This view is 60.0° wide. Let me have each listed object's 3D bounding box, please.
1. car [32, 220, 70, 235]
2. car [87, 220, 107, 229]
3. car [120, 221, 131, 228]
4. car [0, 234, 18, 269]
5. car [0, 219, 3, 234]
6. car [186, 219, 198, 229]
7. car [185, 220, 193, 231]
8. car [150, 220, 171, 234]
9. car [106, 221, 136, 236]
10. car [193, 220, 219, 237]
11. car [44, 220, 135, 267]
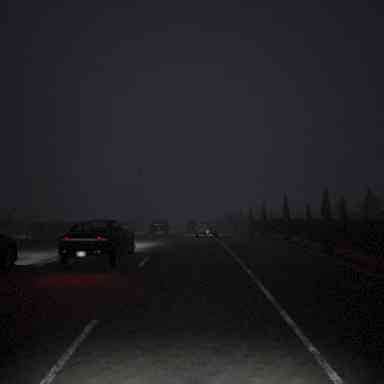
[{"bbox_3d":[-14.080,3.546,33.528,1.812,1.442,4.674,0,-5,0],"label":"car"},{"bbox_3d":[-17.487,6.032,61.514,2.128,1.511,4.902,0,-5,0],"label":"car"},{"bbox_3d":[-14.775,7.204,74.440,2.033,1.411,5.357,1,-5,-8],"label":"car"},{"bbox_3d":[-6.897,1.521,9.325,2.097,1.767,4.553,0,-2,0],"label":"car"},{"bbox_3d":[-21.079,3.443,32.768,2.128,1.511,4.902,0,-5,0],"label":"car"},{"bbox_3d":[0.023,5.918,61.846,2.097,1.767,4.553,0,-5,-2],"label":"car"},{"bbox_3d":[0.028,4.857,48.343,1.837,1.490,4.892,0,-5,0],"label":"car"},{"bbox_3d":[-3.388,3.738,36.047,2.128,1.511,4.902,0,-5,0],"label":"car"},{"bbox_3d":[-6.890,3.548,32.714,1.895,1.301,4.718,0,-5,0],"label":"car"},{"bbox_3d":[1.235,3.086,28.410,1.812,1.442,4.674,0,-5,0],"label":"car"},{"bbox_3d":[-3.396,1.808,12.619,2.128,1.511,4.902,0,-3,0],"label":"car"}]
